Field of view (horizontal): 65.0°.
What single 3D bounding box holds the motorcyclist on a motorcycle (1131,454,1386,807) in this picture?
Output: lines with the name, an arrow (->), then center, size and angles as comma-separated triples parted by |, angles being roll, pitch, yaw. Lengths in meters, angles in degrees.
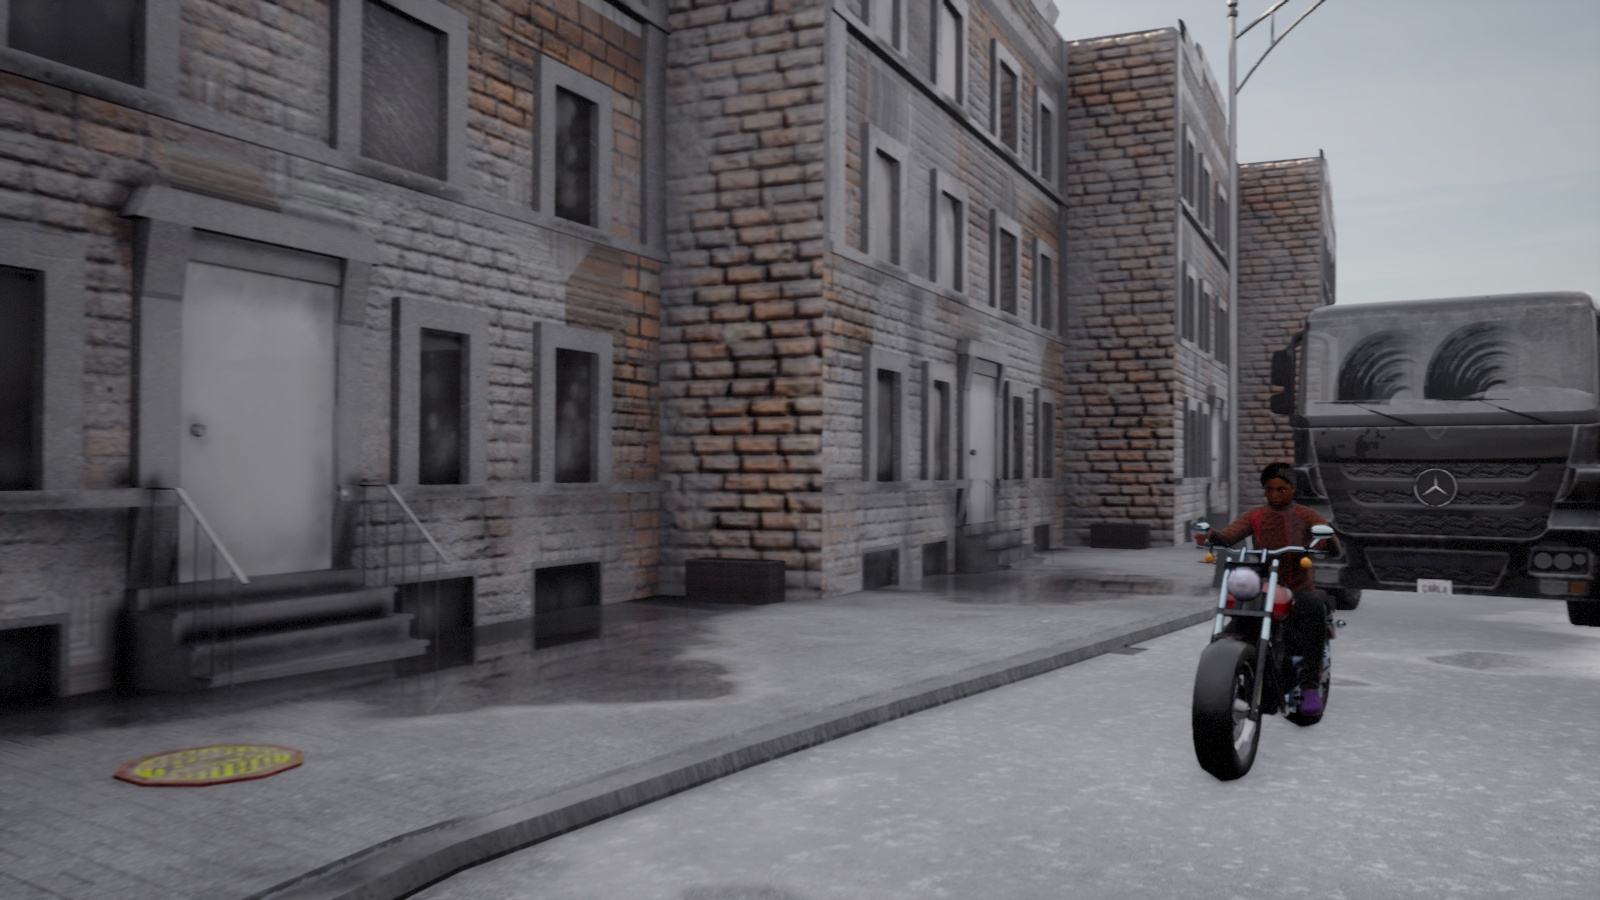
motorcyclist on a motorcycle -> 2.652, 0.855, 7.057 | 0.766, 1.649, 2.350 | -1, -1, 35

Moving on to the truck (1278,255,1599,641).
truck -> 8.366, 0.022, 15.306 | 2.891, 3.462, 7.936 | -1, -1, 35
